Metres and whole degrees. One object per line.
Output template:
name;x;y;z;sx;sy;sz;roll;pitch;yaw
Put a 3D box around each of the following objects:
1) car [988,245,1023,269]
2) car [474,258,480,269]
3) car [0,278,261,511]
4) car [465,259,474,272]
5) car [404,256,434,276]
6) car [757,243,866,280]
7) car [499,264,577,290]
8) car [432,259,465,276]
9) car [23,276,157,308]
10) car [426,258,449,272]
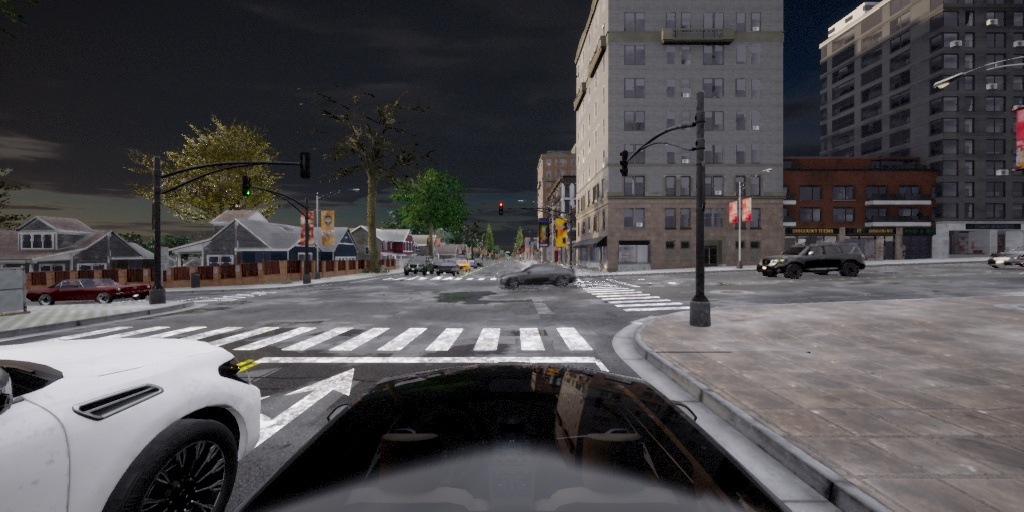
car;32.346;0.027;21.967;4.902;1.511;2.128;-2;0;0
car;-6.655;1.335;57.672;1.812;1.442;4.674;0;0;0
car;-3.145;0.972;0.564;2.150;2.045;5.566;0;0;0
car;-6.651;1.261;47.697;1.882;1.535;5.008;0;0;0
car;-9.887;0.990;38.598;2.150;2.045;5.566;0;0;0
car;18.178;0.289;21.919;5.566;2.045;2.150;-2;0;0
car;1.560;1.230;21.781;4.674;1.442;1.812;-2;0;-1
car;-6.640;1.315;37.906;2.033;1.411;5.357;0;0;0
car;-21.644;1.806;18.537;4.718;1.301;1.895;-2;0;0
car;-9.899;1.136;48.070;2.097;1.767;4.553;0;0;0
